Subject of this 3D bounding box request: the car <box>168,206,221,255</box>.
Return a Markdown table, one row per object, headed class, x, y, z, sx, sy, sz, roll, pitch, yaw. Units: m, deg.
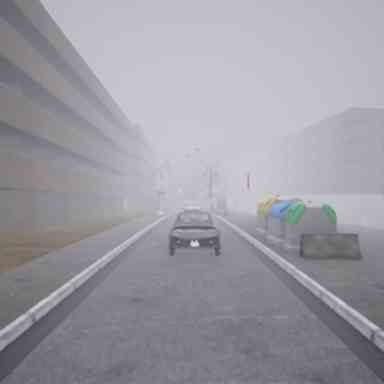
| class | x | y | z | sx | sy | sz | roll | pitch | yaw |
| --- | --- | --- | --- | --- | --- | --- | --- | --- | --- |
| car | 0.095 | 1.528 | 13.367 | 2.128 | 1.511 | 4.902 | 0 | -1 | 0 |
